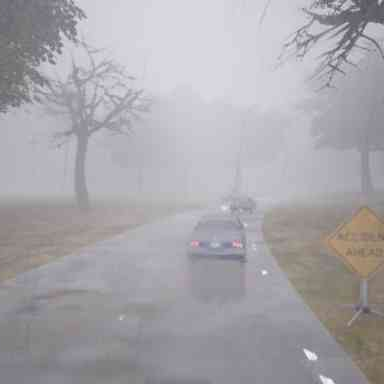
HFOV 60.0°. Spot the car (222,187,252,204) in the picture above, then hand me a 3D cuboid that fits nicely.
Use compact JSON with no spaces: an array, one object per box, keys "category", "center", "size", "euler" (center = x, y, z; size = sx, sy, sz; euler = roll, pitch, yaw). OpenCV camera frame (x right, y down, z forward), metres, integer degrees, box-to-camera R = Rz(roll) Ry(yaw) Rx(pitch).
[{"category":"car","center":[5.428,0.388,41.121],"size":[2.150,2.045,5.566],"euler":[0,2,23]}]

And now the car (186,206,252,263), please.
[{"category":"car","center":[0.967,1.482,11.713],"size":[2.033,1.411,5.357],"euler":[0,1,7]}]

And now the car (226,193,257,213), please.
[{"category":"car","center":[4.590,1.100,29.192],"size":[1.895,1.301,4.718],"euler":[0,2,16]}]

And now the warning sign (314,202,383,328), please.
[{"category":"warning sign","center":[2.841,1.111,5.505],"size":[1.300,1.860,1.060],"euler":[0,0,4]}]
